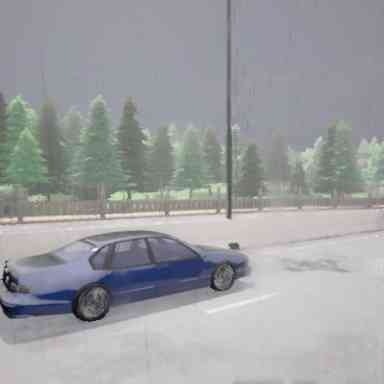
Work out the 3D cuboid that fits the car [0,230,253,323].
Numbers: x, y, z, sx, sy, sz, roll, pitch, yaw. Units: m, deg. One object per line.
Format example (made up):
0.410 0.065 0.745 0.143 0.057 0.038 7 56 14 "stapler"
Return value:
-1.141 1.566 7.242 5.357 1.411 2.033 0 0 -36 "car"
